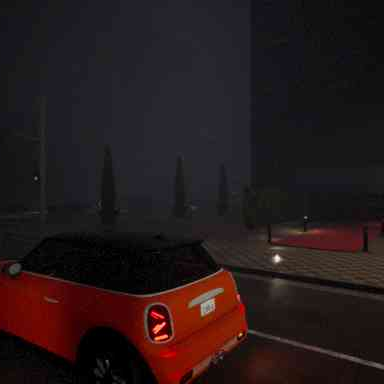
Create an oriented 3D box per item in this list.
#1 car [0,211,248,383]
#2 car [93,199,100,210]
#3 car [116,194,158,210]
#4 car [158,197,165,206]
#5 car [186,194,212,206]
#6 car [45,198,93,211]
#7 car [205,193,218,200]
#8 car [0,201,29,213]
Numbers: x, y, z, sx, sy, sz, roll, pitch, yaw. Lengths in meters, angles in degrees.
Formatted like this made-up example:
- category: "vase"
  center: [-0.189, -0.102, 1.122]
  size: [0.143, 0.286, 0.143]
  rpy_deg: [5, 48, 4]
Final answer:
- category: "car"
  center: [-1.544, 1.352, 5.095]
  size: [4.553, 1.767, 2.097]
  rpy_deg: [0, 0, 36]
- category: "car"
  center: [-13.648, 1.491, 40.902]
  size: [2.128, 1.511, 4.902]
  rpy_deg: [0, 0, 36]
- category: "car"
  center: [-7.495, 1.222, 43.432]
  size: [2.150, 2.045, 5.566]
  rpy_deg: [0, 0, 36]
- category: "car"
  center: [-6.200, 1.492, 51.181]
  size: [2.128, 1.511, 4.902]
  rpy_deg: [0, 0, 36]
- category: "car"
  center: [0.858, 1.527, 54.926]
  size: [1.812, 1.442, 4.674]
  rpy_deg: [0, 1, 35]
- category: "car"
  center: [-13.323, 1.601, 35.381]
  size: [1.895, 1.301, 4.718]
  rpy_deg: [0, 0, 36]
- category: "car"
  center: [2.774, 0.970, 63.427]
  size: [2.097, 1.767, 4.553]
  rpy_deg: [0, 0, 36]
- category: "car"
  center: [-19.107, 1.601, 33.357]
  size: [1.895, 1.301, 4.718]
  rpy_deg: [0, 0, 36]
